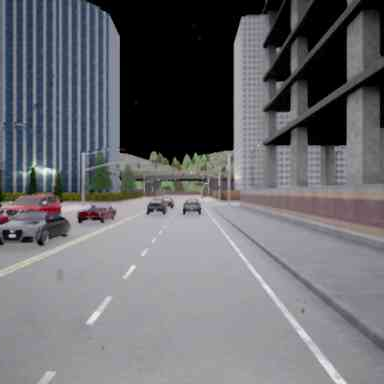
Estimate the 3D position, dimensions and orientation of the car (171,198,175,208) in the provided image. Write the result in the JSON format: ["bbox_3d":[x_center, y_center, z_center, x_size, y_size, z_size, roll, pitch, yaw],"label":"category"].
[{"bbox_3d":[-3.457,1.486,46.460,1.812,1.442,4.674,0,0,1],"label":"car"}]

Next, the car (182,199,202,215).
[{"bbox_3d":[0.012,1.464,34.115,2.128,1.511,4.902,0,0,0],"label":"car"}]

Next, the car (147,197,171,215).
[{"bbox_3d":[-3.490,1.478,33.981,1.837,1.490,4.892,0,0,0],"label":"car"}]

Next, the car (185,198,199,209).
[{"bbox_3d":[0.040,1.562,46.063,1.895,1.301,4.718,0,0,1],"label":"car"}]

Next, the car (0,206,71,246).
[{"bbox_3d":[-7.099,1.551,15.134,1.994,1.385,4.181,0,0,0],"label":"car"}]

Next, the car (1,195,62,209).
[{"bbox_3d":[-10.595,1.203,22.256,2.150,2.045,5.566,0,0,0],"label":"car"}]

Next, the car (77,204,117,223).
[{"bbox_3d":[-7.082,1.579,25.174,1.895,1.301,4.718,0,0,0],"label":"car"}]
